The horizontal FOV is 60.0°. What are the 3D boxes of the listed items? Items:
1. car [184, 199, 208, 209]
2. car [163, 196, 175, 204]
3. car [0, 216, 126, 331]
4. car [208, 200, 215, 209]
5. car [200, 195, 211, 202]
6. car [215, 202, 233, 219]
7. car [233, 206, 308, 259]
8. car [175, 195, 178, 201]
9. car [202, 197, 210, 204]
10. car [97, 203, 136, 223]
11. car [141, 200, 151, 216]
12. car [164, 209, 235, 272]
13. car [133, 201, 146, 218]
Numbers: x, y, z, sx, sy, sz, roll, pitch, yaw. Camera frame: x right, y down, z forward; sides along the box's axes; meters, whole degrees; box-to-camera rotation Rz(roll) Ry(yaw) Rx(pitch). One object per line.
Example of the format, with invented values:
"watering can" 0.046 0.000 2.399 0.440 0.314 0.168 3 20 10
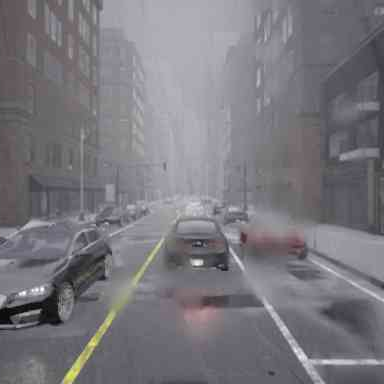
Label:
"car" 0.241 1.676 29.680 1.812 1.442 4.674 0 0 0
"car" -5.283 1.985 71.943 1.802 1.307 4.206 0 0 0
"car" -3.071 1.528 7.249 2.128 1.511 4.902 0 0 0
"car" 3.022 1.743 34.799 1.947 1.339 4.313 0 0 0
"car" 3.242 1.843 71.889 1.967 1.590 4.097 0 0 0
"car" 2.967 1.671 23.797 2.008 1.369 4.403 0 0 0
"car" 2.912 1.504 12.795 1.967 1.590 4.097 0 0 0
"car" -5.208 2.029 82.760 2.008 1.369 4.403 0 0 0
"car" 3.280 1.967 77.467 1.752 1.417 4.829 0 0 0
"car" -5.558 1.686 23.839 1.947 1.339 4.313 0 0 0
"car" -5.503 1.617 34.843 1.967 1.590 4.097 0 0 0
"car" 0.145 1.562 11.000 1.837 1.490 4.892 0 0 0
"car" -5.531 1.730 29.341 1.802 1.307 4.206 0 0 0
